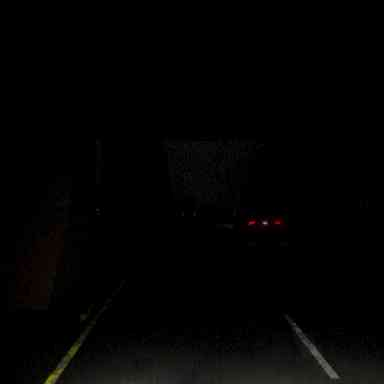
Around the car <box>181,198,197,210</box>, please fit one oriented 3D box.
[{"bbox_3d":[-0.396,1.424,41.393,1.812,1.442,4.674,0,0,-1],"label":"car"}]

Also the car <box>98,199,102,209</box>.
[{"bbox_3d":[-11.130,1.369,44.720,1.882,1.535,5.008,0,0,-1],"label":"car"}]

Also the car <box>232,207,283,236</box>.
[{"bbox_3d":[3.388,1.503,18.073,2.033,1.411,5.357,0,0,-1],"label":"car"}]
